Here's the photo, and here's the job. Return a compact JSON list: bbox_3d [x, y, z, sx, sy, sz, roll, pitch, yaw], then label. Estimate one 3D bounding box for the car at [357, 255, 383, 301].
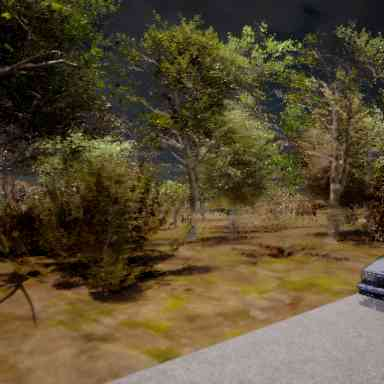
[{"bbox_3d":[5.850,1.570,7.492,5.357,1.411,2.033,0,0,-38],"label":"car"}]
